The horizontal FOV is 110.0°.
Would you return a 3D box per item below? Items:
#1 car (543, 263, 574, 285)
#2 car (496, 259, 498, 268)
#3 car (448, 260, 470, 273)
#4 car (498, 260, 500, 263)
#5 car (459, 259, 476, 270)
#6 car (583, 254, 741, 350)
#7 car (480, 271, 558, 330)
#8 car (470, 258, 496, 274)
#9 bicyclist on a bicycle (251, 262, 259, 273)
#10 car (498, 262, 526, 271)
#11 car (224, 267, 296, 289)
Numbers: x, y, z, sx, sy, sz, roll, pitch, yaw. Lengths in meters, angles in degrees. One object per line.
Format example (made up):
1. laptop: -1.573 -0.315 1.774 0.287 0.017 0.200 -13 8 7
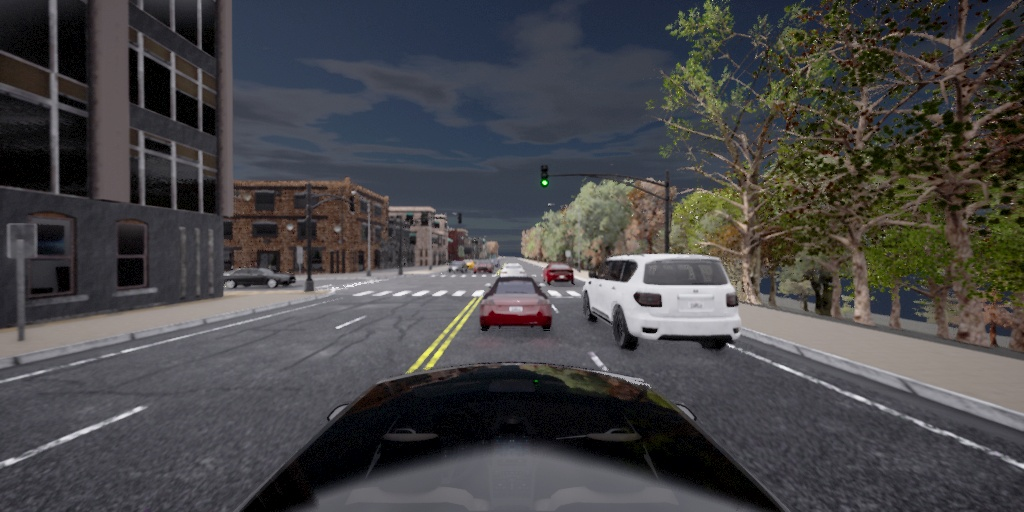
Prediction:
1. car: 3.353 1.256 26.520 1.882 1.535 5.008 0 0 0
2. car: -3.391 1.410 51.720 1.895 1.301 4.718 0 0 0
3. car: -6.615 1.292 44.061 2.128 1.511 4.902 0 0 1
4. car: -3.367 1.174 61.654 2.097 1.767 4.553 0 0 0
5. car: -6.642 1.291 54.200 1.882 1.535 5.008 0 0 0
6. car: 3.348 0.981 9.229 2.150 2.045 5.566 0 0 0
7. car: 0.099 1.325 11.154 1.994 1.385 4.181 0 0 0
8. car: -3.372 1.150 42.757 2.097 1.767 4.553 0 0 0
9. bicyclist on a bicycle: -24.969 1.383 34.820 0.582 1.620 1.656 -1 1 -1
10. car: 0.093 1.304 26.840 1.812 1.442 4.674 0 0 0
11. car: -18.498 1.564 26.240 4.892 1.490 1.837 -1 1 -2
